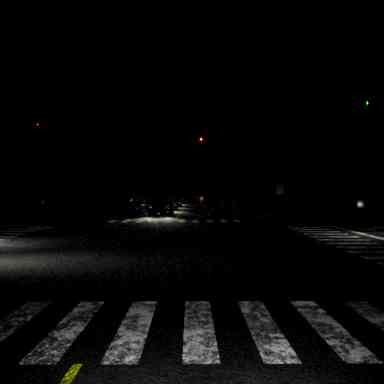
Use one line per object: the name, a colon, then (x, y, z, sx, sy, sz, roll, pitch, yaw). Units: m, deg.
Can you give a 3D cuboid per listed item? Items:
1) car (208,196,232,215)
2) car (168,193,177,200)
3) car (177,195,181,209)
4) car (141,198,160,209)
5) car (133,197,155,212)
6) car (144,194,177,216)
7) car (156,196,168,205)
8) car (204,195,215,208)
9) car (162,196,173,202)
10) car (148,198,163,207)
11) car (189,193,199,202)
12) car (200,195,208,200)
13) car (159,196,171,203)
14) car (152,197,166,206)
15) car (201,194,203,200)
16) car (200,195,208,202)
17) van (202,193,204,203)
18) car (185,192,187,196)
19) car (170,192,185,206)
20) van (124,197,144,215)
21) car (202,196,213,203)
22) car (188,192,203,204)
car: (2.891, 1.442, 33.355, 1.967, 1.590, 4.097, 0, 0, 0)
car: (-5.246, 1.307, 90.093, 2.192, 1.841, 5.009, 0, 0, 0)
car: (-2.815, 1.481, 42.045, 1.882, 1.535, 5.008, 0, 0, 1)
car: (-5.556, 1.569, 44.747, 1.947, 1.339, 4.313, 0, 0, 0)
car: (-5.596, 1.443, 39.079, 1.967, 1.590, 4.097, 0, 0, 0)
car: (-2.925, 1.354, 32.108, 2.097, 1.767, 4.553, 0, 0, 2)
car: (-5.441, 1.527, 61.582, 1.752, 1.417, 4.829, 0, 0, 0)
car: (2.969, 1.443, 44.693, 1.967, 1.590, 4.097, 0, 0, 0)
car: (-5.362, 1.543, 73.088, 1.887, 1.381, 4.507, 0, 0, 0)
car: (-5.518, 1.585, 50.416, 1.802, 1.307, 4.206, 0, 0, 0)
car: (0.501, 1.186, 73.739, 2.097, 1.767, 4.553, 0, 0, 0)
car: (3.280, 1.558, 90.047, 1.947, 1.339, 4.313, 0, 0, 0)
car: (-5.401, 1.566, 67.420, 1.947, 1.339, 4.313, 0, 0, 0)
car: (-5.479, 1.569, 56.084, 1.947, 1.339, 4.313, 0, 0, 0)
car: (3.087, 1.527, 61.870, 1.752, 1.417, 4.829, 0, 0, 0)
car: (2.890, 1.453, 79.541, 1.801, 1.575, 5.366, 0, 0, 0)
van: (3.046, 1.344, 56.031, 1.690, 1.788, 3.998, 0, 0, 0)
car: (-2.629, 1.354, 62.398, 2.097, 1.767, 4.553, 0, 0, 1)
car: (-2.741, 1.225, 52.172, 2.150, 2.045, 5.566, 0, 0, 1)
van: (-5.635, 1.343, 33.411, 1.690, 1.788, 3.998, 0, 0, 0)
car: (3.124, 1.551, 67.370, 2.008, 1.369, 4.403, 0, 0, 0)
car: (0.430, 1.223, 63.379, 2.150, 2.045, 5.566, 0, 0, 0)
